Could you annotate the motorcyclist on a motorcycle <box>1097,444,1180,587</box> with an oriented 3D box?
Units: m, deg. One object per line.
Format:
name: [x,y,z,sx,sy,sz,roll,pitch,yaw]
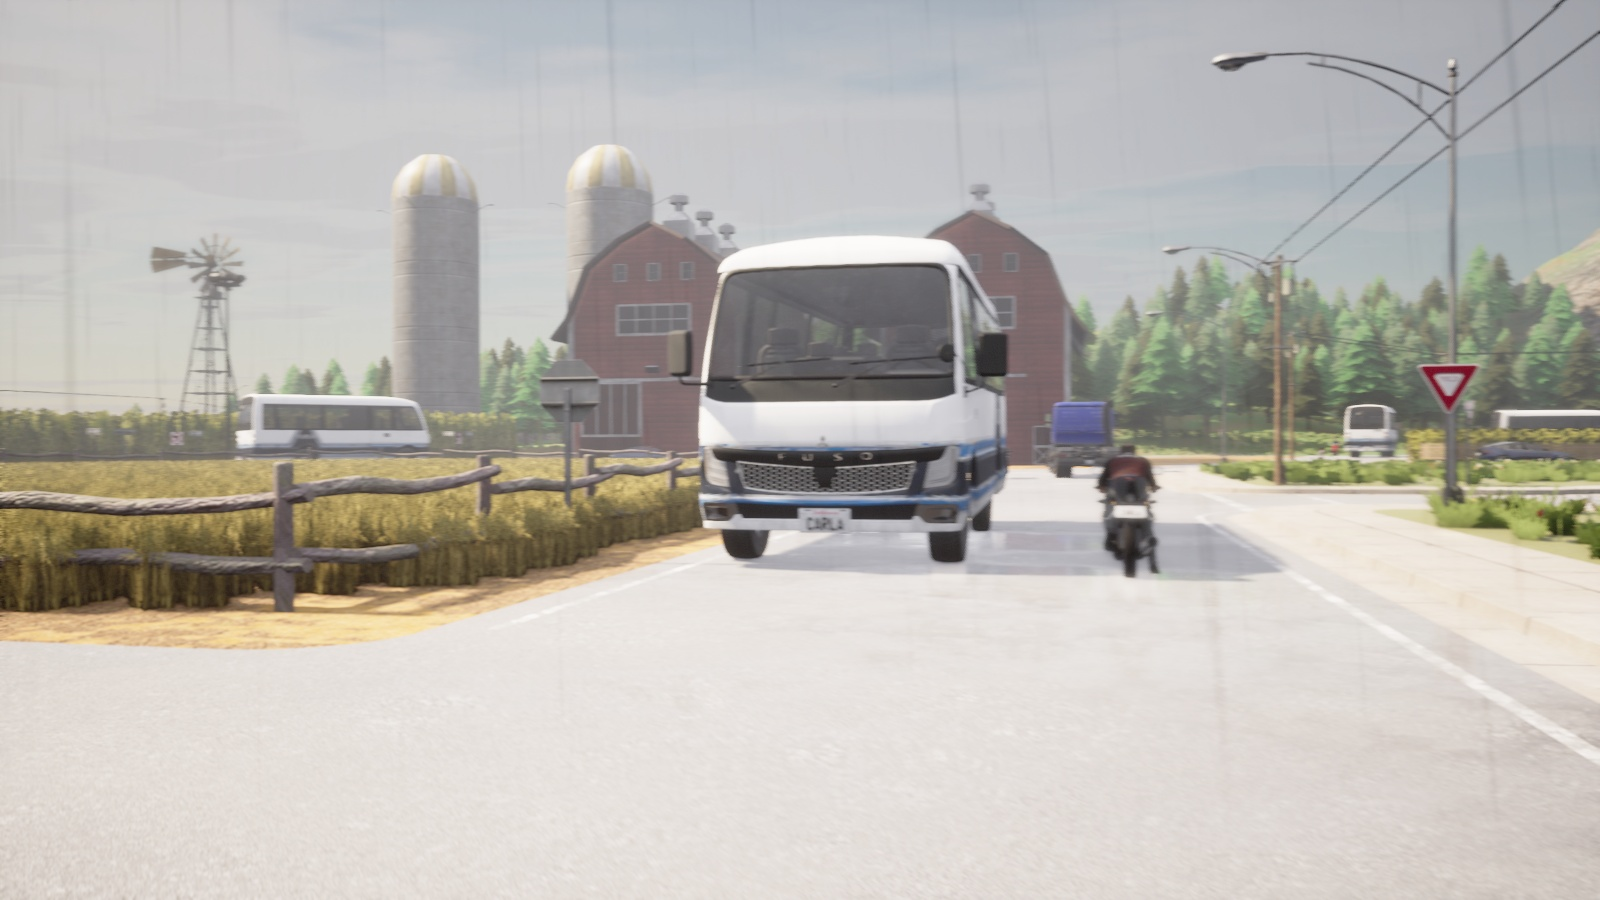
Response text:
motorcyclist on a motorcycle: [3.917,0.703,14.642,0.866,1.530,2.191,0,0,14]

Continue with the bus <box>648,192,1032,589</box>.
bus: [1.310,-0.728,18.903,3.944,4.253,10.273,0,1,12]

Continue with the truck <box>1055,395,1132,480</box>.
truck: [12.878,-0.532,55.625,2.891,3.462,7.936,0,0,10]

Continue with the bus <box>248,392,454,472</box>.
bus: [-25.431,-0.967,71.500,10.273,4.253,3.944,0,-1,-39]

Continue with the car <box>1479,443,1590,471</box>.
car: [40.010,0.356,68.522,4.792,1.488,2.163,0,0,12]

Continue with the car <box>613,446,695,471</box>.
car: [-8.207,0.459,70.752,4.181,1.385,1.994,0,0,9]
